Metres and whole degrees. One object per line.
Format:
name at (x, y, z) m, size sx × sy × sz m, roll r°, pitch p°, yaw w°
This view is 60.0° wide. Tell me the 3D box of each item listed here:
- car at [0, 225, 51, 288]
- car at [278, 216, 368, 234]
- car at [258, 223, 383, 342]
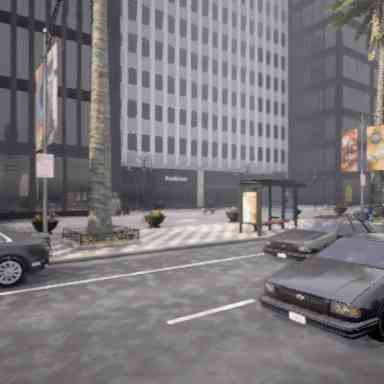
car at (-5.935, 1.480, 7.726) m, size 4.892 × 1.521 × 2.231 m, roll 0°, pitch 0°, yaw -35°
car at (4.941, 1.576, 11.809) m, size 5.357 × 1.411 × 2.033 m, roll 0°, pitch 0°, yaw -35°
car at (3.796, 1.566, 6.699) m, size 5.357 × 1.411 × 2.033 m, roll 0°, pitch 0°, yaw -35°
